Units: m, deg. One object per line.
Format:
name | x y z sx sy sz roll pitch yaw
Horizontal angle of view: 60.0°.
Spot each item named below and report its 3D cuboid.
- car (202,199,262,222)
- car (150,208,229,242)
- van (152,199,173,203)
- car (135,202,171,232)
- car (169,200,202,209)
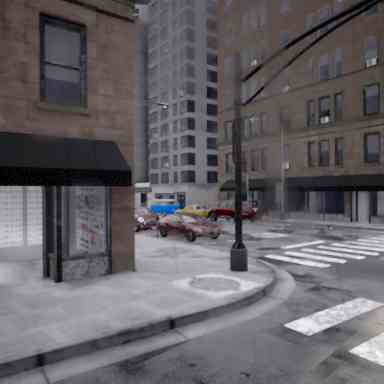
car | 3.412 1.514 27.048 2.192 1.841 5.009 -1 0 -36
car | -0.284 1.774 17.599 1.802 1.307 4.206 -1 0 -36
van | -3.019 1.681 35.982 1.690 1.788 3.998 -1 0 -36
car | -3.503 1.701 22.066 1.967 1.590 4.097 -1 0 -36
car | 0.101 1.796 31.653 1.752 1.417 4.829 -1 0 -36
